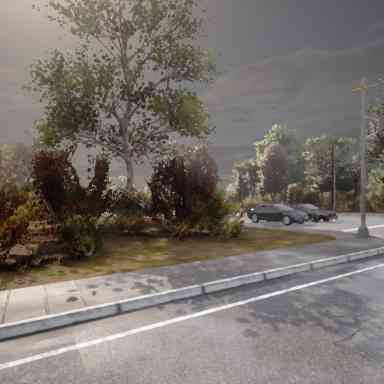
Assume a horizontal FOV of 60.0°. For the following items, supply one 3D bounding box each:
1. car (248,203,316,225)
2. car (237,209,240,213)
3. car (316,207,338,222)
[{"bbox_3d":[6.343,1.596,24.846,1.837,1.490,4.892,0,-1,-39],"label":"car"},{"bbox_3d":[2.369,1.468,34.912,2.150,2.045,5.566,0,-1,-43],"label":"car"},{"bbox_3d":[9.000,1.640,27.173,2.033,1.411,5.357,0,-1,-39],"label":"car"}]
